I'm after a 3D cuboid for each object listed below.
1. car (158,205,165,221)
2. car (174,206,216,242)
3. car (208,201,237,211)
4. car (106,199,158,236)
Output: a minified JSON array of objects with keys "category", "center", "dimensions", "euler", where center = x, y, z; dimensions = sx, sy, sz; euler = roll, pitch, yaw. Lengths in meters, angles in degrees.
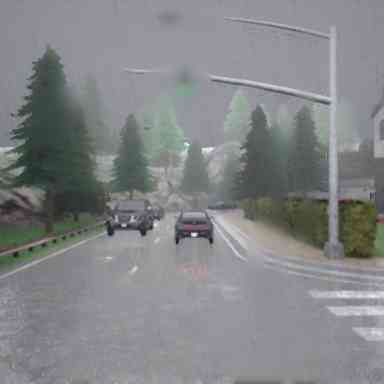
[{"category":"car","center":[-3.609,1.872,30.816],"dimensions":[2.033,1.411,5.357],"euler":[0,-1,2]},{"category":"car","center":[0.100,1.693,17.408],"dimensions":[1.837,1.490,4.892],"euler":[0,-1,0]},{"category":"car","center":[4.582,2.081,50.131],"dimensions":[5.357,1.411,2.033],"euler":[1,-1,-45]},{"category":"car","center":[-3.602,1.438,20.369],"dimensions":[2.150,2.045,5.566],"euler":[0,-1,0]}]
